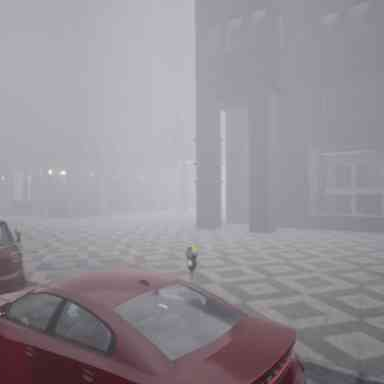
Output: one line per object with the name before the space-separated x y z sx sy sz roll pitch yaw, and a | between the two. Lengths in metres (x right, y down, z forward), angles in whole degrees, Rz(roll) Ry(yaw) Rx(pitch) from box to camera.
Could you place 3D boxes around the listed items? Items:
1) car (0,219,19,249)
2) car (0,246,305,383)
car | -5.524 1.412 7.075 5.009 1.841 2.192 -1 0 36
car | -1.077 1.577 3.791 4.507 1.381 1.887 -1 0 36
